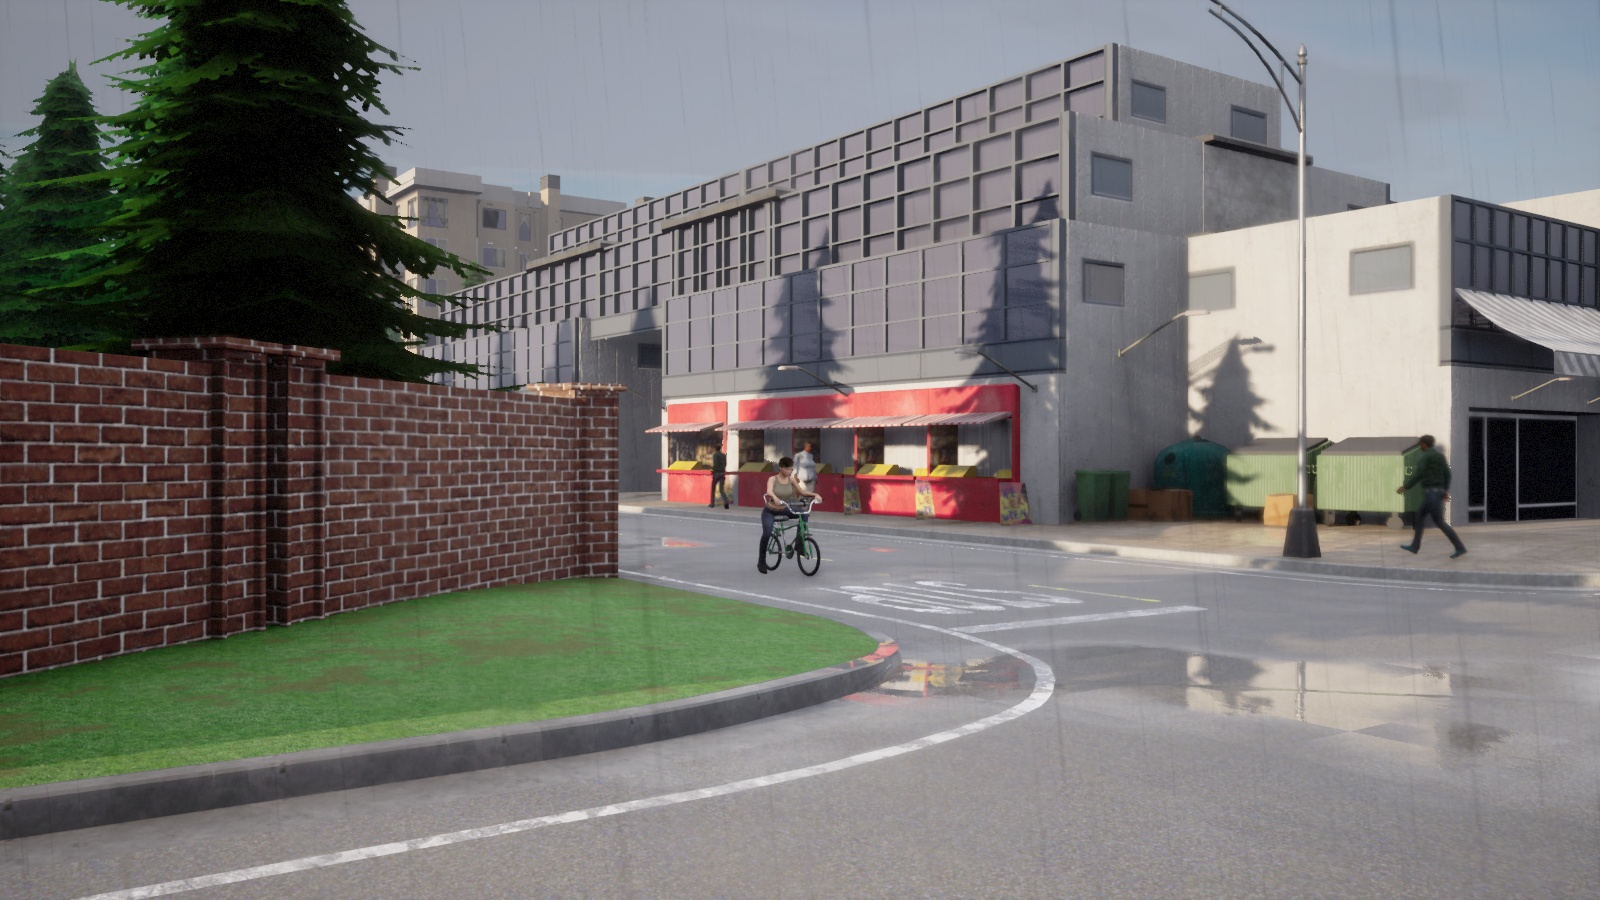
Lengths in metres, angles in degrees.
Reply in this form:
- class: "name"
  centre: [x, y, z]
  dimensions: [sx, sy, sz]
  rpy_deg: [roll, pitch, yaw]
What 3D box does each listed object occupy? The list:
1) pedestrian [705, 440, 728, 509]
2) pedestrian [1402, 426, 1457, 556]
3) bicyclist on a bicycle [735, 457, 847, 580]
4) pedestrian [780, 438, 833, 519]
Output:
- class: "pedestrian"
  centre: [-2.249, 0.670, 33.979]
  dimensions: [0.353, 1.847, 0.614]
  rpy_deg: [0, 0, -35]
- class: "pedestrian"
  centre: [9.166, 0.588, 18.280]
  dimensions: [0.353, 1.847, 0.614]
  rpy_deg: [0, 0, -37]
- class: "bicyclist on a bicycle"
  centre: [-0.142, 0.900, 17.330]
  dimensions: [0.866, 1.612, 1.509]
  rpy_deg: [0, 0, -33]
- class: "pedestrian"
  centre: [0.147, 0.653, 29.374]
  dimensions: [0.874, 1.855, 0.900]
  rpy_deg: [0, 0, -39]
